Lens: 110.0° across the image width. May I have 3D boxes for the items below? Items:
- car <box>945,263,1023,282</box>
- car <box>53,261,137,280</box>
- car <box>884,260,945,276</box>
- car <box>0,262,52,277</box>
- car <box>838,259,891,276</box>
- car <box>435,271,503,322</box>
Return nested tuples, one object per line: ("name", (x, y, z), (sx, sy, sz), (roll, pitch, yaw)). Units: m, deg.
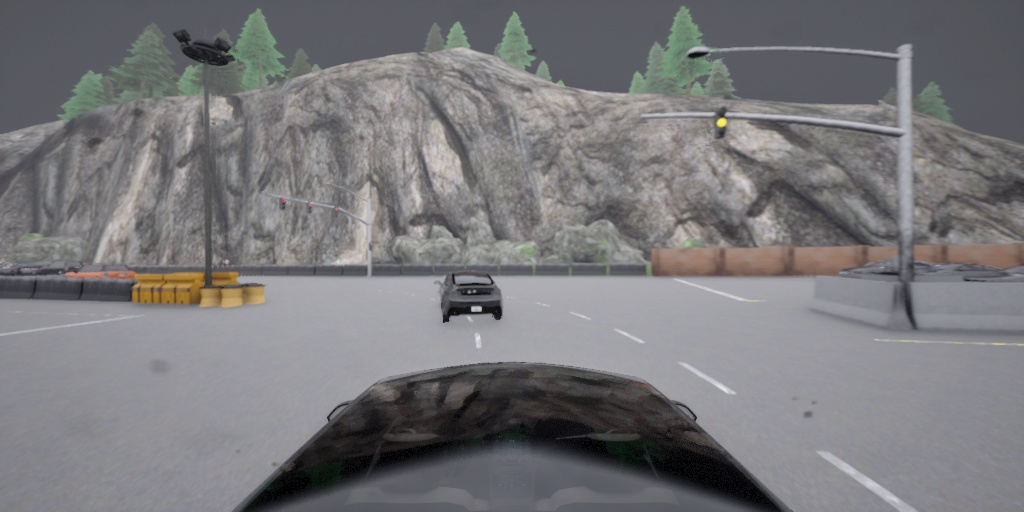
("car", (20.920, 1.033, 14.292), (4.181, 1.385, 1.994), (-1, 0, 12))
("car", (-29.155, 1.367, 25.356), (4.553, 1.767, 2.097), (0, 0, 13))
("car", (21.791, 1.018, 17.685), (4.181, 1.385, 1.994), (-1, 0, 12))
("car", (-51.738, 1.527, 37.588), (4.902, 1.511, 2.128), (0, 0, 13))
("car", (22.335, 0.934, 21.143), (4.902, 1.511, 2.128), (-1, 0, 13))
("car", (-1.582, 1.258, 12.494), (1.837, 1.490, 4.892), (0, 0, -14))
